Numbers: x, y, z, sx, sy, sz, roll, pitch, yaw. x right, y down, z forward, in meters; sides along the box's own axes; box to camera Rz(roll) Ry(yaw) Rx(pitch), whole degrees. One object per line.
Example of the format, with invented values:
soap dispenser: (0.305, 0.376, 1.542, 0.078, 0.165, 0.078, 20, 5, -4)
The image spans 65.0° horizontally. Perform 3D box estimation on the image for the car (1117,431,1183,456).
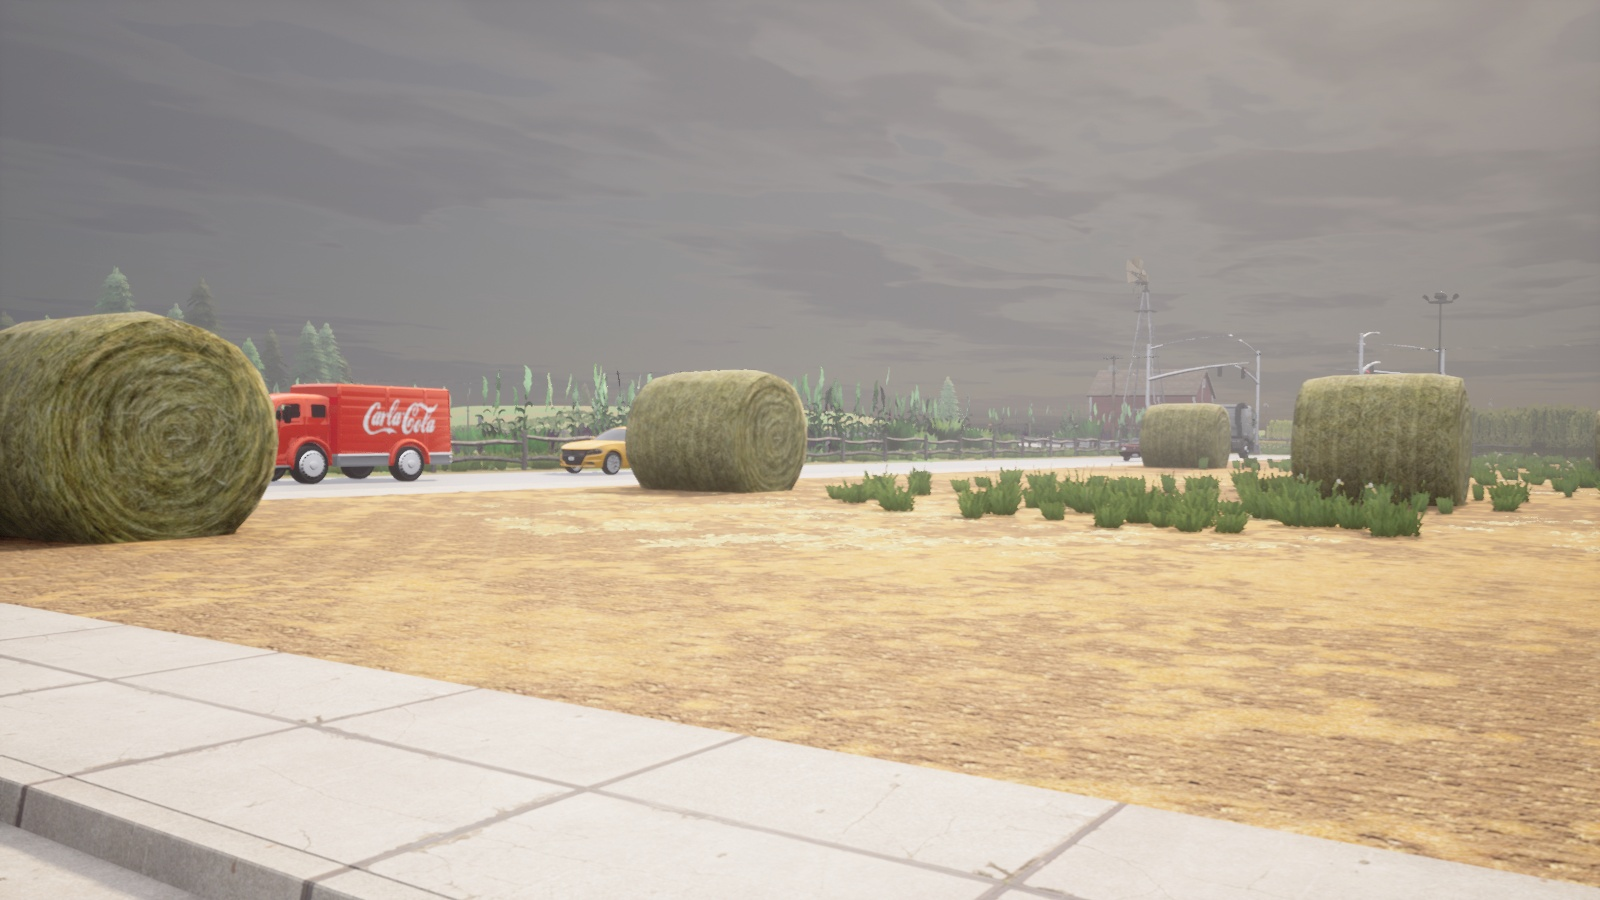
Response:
car: (18.891, -0.382, 67.640, 1.895, 1.301, 4.718, 0, 1, 36)

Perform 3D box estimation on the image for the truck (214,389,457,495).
truck: (-11.702, -0.228, 32.006, 2.627, 2.467, 5.204, 0, 1, 36)

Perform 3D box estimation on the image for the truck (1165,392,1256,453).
truck: (24.802, -1.625, 75.656, 2.891, 3.462, 7.936, 0, 1, 36)

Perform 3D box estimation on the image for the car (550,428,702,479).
car: (-5.507, 0.067, 40.421, 1.882, 1.535, 5.008, 0, 1, 36)
